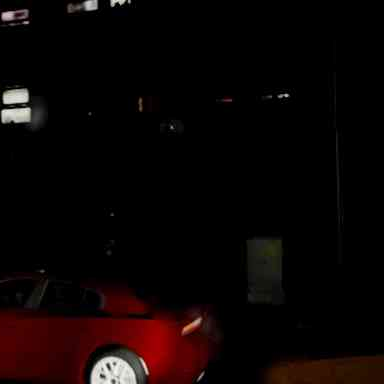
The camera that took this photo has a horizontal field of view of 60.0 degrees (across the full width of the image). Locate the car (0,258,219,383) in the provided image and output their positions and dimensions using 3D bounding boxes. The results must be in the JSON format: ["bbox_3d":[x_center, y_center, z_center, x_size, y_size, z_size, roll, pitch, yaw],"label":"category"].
[{"bbox_3d":[-1.904,1.594,4.487,4.507,1.381,1.887,0,-2,11],"label":"car"}]

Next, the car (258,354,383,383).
[{"bbox_3d":[2.918,1.481,1.750,5.366,1.575,1.801,0,-1,11],"label":"car"}]
